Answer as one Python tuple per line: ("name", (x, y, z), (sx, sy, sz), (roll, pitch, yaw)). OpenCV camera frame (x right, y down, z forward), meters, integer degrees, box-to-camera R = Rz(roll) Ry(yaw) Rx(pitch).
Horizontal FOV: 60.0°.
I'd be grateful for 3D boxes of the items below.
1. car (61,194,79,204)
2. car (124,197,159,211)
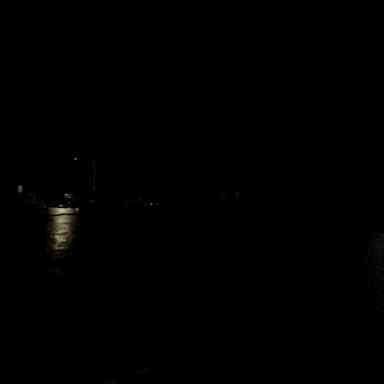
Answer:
("car", (-18.463, 1.050, 50.251), (2.128, 1.511, 4.902), (0, 1, -35))
("car", (-5.613, 1.293, 36.582), (2.033, 1.411, 5.357), (0, 1, -34))
